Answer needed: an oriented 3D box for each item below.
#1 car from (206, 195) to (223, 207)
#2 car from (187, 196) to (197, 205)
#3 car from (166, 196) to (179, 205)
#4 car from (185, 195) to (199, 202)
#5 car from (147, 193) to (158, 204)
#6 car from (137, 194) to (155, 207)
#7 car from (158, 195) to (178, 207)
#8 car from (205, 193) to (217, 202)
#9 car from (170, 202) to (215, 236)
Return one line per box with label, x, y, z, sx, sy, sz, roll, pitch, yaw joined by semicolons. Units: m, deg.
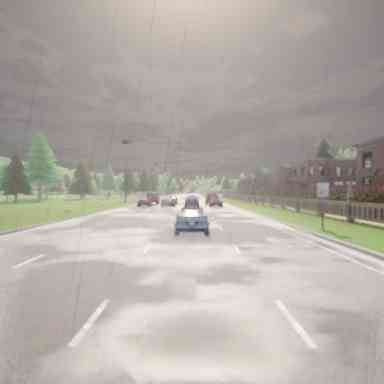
car;3.499;1.538;49.451;1.895;1.301;4.718;0;0;0
car;-0.002;1.429;59.424;1.837;1.490;4.892;0;0;0
car;-3.502;1.472;59.424;2.033;1.411;5.357;0;0;0
car;-0.001;1.289;49.390;2.097;1.767;4.553;0;0;0
car;-7.002;1.146;59.453;2.150;2.045;5.566;0;0;0
car;-7.001;1.463;49.420;1.812;1.442;4.674;0;0;0
car;-3.501;1.501;49.420;1.994;1.385;4.181;0;0;0
car;3.498;1.146;59.453;2.150;2.045;5.566;0;0;0
car;-0.001;1.524;18.391;2.033;1.411;5.357;0;0;0
